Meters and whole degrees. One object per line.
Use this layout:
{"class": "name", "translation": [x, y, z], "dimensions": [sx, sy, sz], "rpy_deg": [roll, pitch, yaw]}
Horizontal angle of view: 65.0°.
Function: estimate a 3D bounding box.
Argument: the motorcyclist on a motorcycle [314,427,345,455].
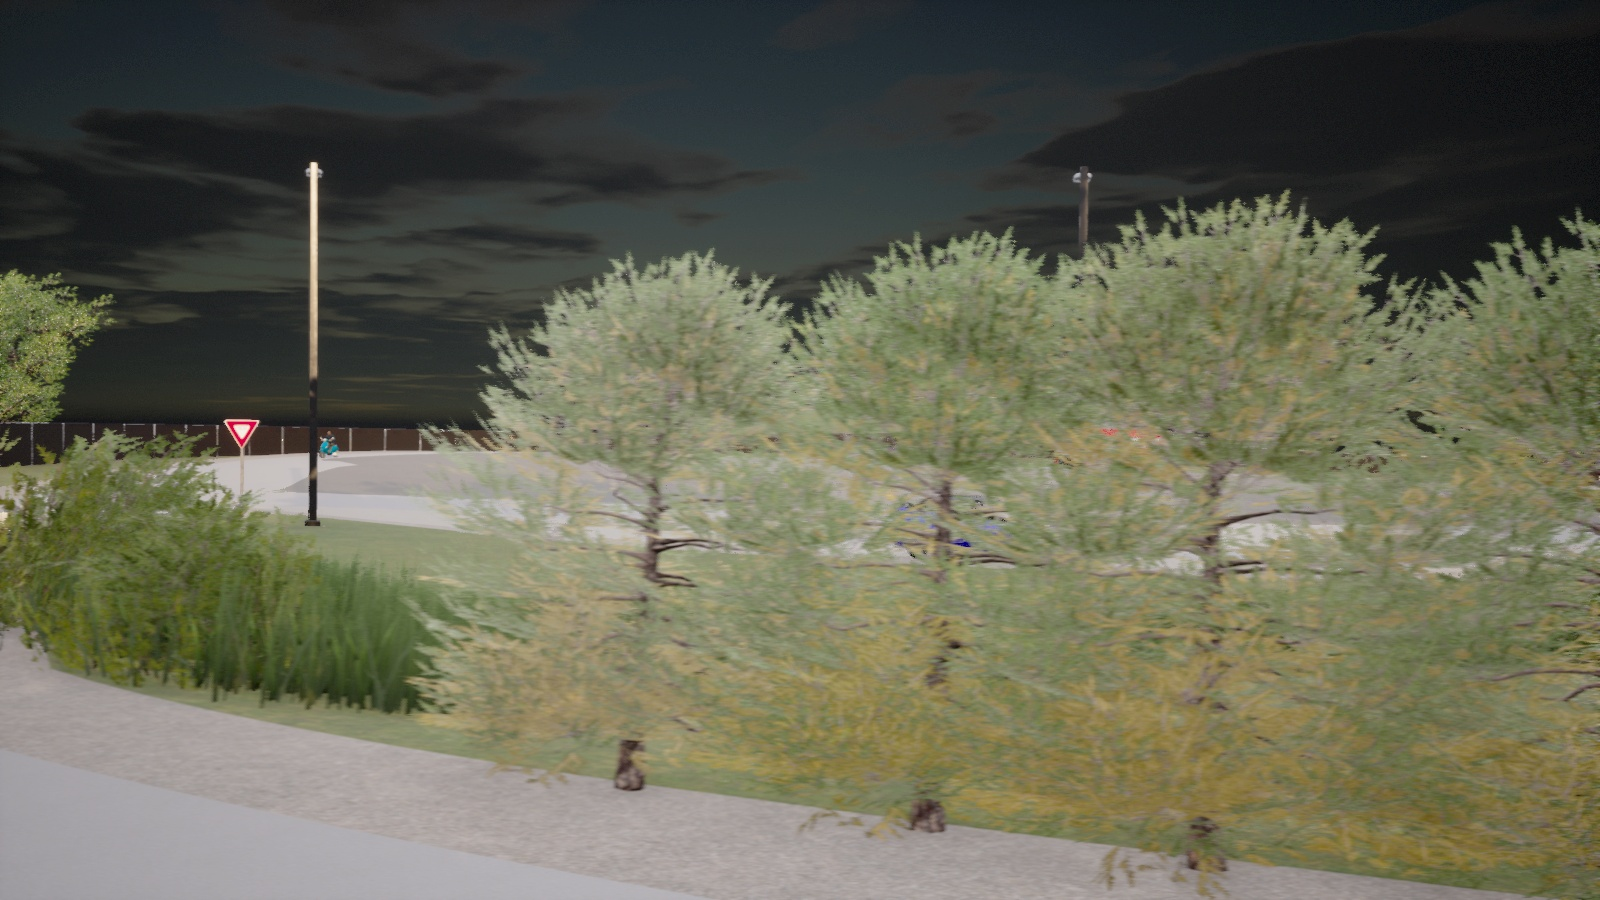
{"class": "motorcyclist on a motorcycle", "translation": [-27.284, -0.519, 72.821], "dimensions": [0.866, 1.590, 1.817], "rpy_deg": [2, 2, 11]}
